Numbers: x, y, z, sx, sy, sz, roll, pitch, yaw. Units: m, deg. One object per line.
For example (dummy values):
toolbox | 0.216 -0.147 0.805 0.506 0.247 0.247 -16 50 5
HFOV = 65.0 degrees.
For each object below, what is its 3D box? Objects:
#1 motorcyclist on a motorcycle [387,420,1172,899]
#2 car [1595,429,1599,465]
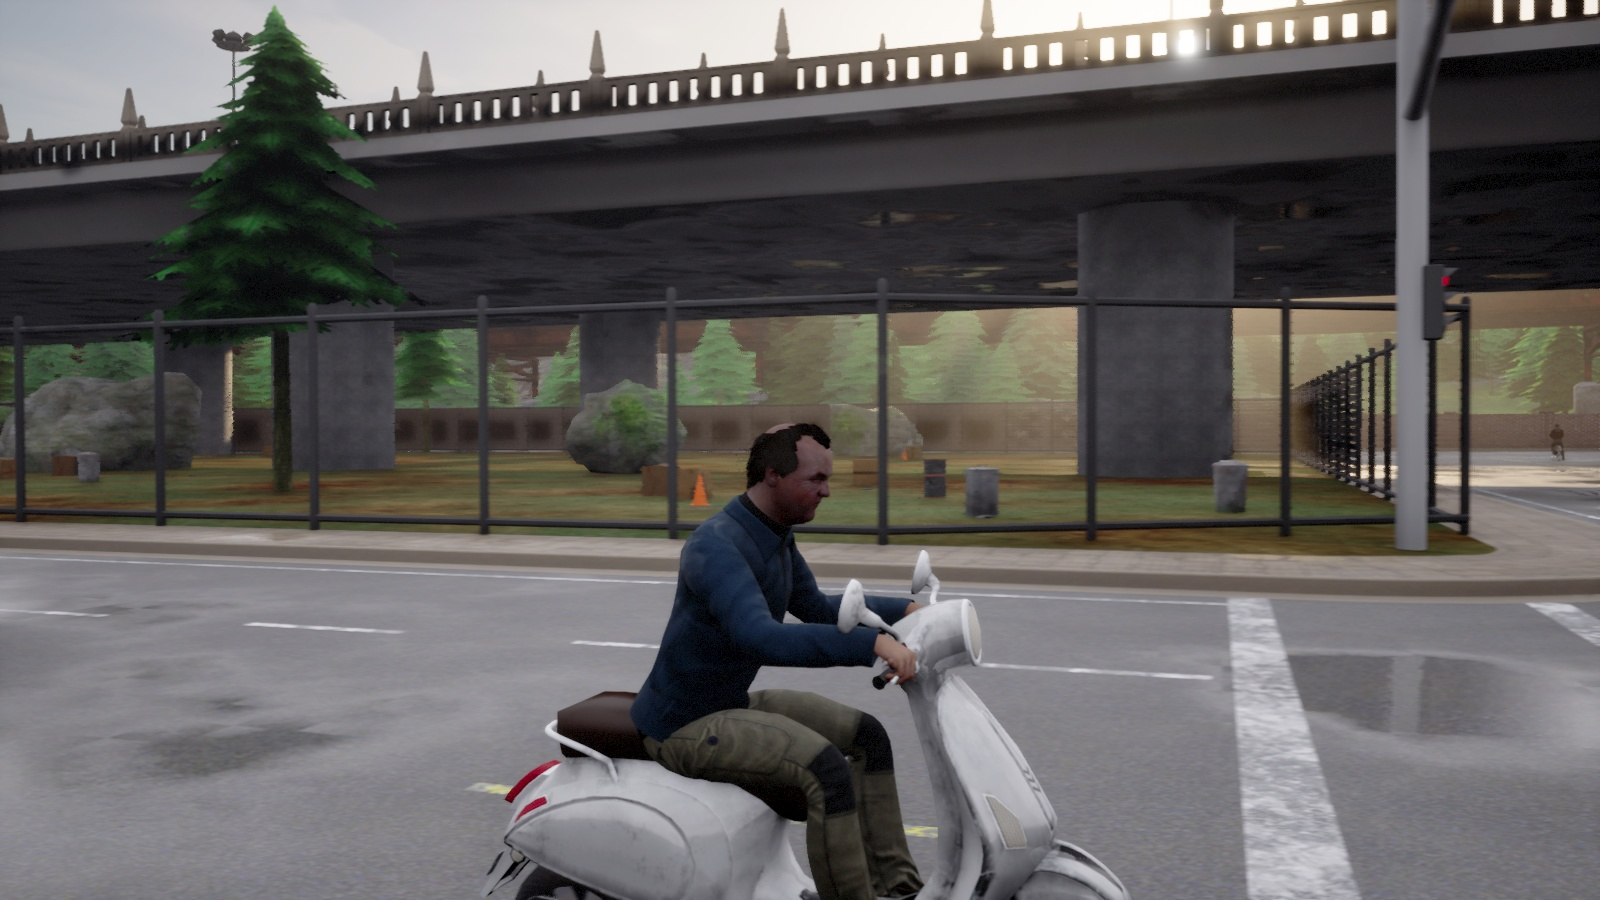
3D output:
motorcyclist on a motorcycle | -0.014 0.724 3.209 1.817 1.590 0.866 0 1 18
car | 39.304 -0.104 59.132 2.097 1.767 4.553 0 1 18
